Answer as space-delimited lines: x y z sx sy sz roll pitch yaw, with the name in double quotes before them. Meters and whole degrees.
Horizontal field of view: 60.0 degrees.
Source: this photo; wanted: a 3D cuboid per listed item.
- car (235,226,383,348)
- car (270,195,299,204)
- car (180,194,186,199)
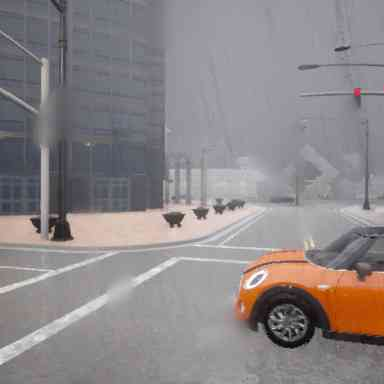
"car" 3.009 1.341 5.288 4.553 1.767 2.097 0 0 17
"car" 16.117 1.331 58.173 4.902 1.511 2.128 0 0 32
"car" -3.404 1.160 93.813 4.181 1.385 1.994 0 0 11
